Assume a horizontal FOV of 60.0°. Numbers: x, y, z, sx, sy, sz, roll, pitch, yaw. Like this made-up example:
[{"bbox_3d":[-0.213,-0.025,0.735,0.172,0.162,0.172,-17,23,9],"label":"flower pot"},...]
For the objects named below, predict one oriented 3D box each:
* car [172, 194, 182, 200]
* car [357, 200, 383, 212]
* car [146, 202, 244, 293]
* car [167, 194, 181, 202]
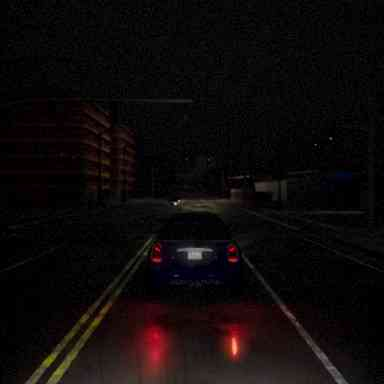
[{"bbox_3d":[-3.540,1.155,77.438,2.033,1.411,5.357,0,0,0],"label":"car"},{"bbox_3d":[19.533,1.430,33.937,4.718,1.301,1.895,0,0,0],"label":"car"},{"bbox_3d":[0.070,1.307,8.908,2.097,1.767,4.553,0,0,0],"label":"car"},{"bbox_3d":[-3.561,1.241,61.655,2.033,1.411,5.357,0,0,1],"label":"car"}]
